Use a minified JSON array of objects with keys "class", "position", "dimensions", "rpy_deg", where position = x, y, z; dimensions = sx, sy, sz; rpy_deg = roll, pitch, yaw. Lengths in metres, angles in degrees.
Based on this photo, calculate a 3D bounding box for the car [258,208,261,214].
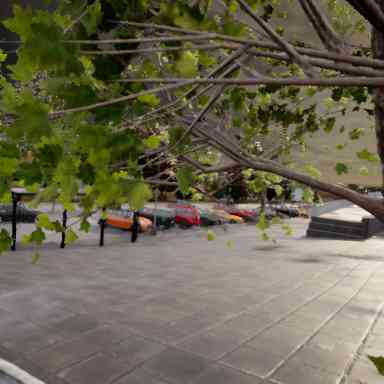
[{"class":"car","position":[6.837,3.060,44.992],"dimensions":[4.792,1.488,2.163],"rpy_deg":[7,2,15]}]

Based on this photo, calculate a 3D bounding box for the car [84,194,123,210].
[{"class":"car","position":[-11.431,1.259,43.257],"dimensions":[2.097,1.767,4.553],"rpy_deg":[7,2,36]}]

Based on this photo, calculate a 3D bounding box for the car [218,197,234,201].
[{"class":"car","position":[6.772,2.178,68.644],"dimensions":[2.150,2.045,5.566],"rpy_deg":[7,2,35]}]

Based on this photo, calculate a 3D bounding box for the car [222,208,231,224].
[{"class":"car","position":[1.574,2.809,37.670],"dimensions":[4.674,1.452,2.002],"rpy_deg":[7,2,16]}]

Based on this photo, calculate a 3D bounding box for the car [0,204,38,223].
[{"class":"car","position":[-13.653,1.607,25.437],"dimensions":[1.837,1.490,4.892],"rpy_deg":[6,1,37]}]

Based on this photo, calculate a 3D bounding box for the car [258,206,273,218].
[{"class":"car","position":[8.554,3.117,47.433],"dimensions":[4.892,1.521,2.231],"rpy_deg":[7,3,15]}]

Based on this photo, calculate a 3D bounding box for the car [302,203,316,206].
[{"class":"car","position":[22.450,3.640,66.986],"dimensions":[5.566,2.045,2.435],"rpy_deg":[7,2,15]}]

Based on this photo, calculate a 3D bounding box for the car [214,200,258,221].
[{"class":"car","position":[5.124,2.695,42.536],"dimensions":[5.566,2.045,2.435],"rpy_deg":[6,2,15]}]

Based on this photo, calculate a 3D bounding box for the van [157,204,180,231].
[{"class":"van","position":[-3.787,2.271,30.369],"dimensions":[4.442,1.987,1.878],"rpy_deg":[7,3,16]}]

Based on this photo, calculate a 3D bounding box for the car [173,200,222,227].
[{"class":"car","position":[-0.117,2.436,35.208],"dimensions":[5.566,2.045,2.435],"rpy_deg":[7,2,16]}]

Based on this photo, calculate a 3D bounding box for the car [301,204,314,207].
[{"class":"car","position":[20.536,3.762,64.594],"dimensions":[5.366,1.575,1.946],"rpy_deg":[7,2,15]}]

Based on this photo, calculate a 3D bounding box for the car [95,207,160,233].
[{"class":"car","position":[-5.500,2.290,27.931],"dimensions":[4.553,1.767,2.185],"rpy_deg":[7,2,16]}]

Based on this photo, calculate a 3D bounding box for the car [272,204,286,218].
[{"class":"car","position":[12.010,3.166,52.334],"dimensions":[4.553,1.767,2.185],"rpy_deg":[7,2,15]}]

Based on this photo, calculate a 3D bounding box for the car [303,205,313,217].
[{"class":"car","position":[19.157,3.701,62.058],"dimensions":[5.366,1.575,1.946],"rpy_deg":[7,2,15]}]

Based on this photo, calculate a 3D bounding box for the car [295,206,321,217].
[{"class":"car","position":[24.157,4.025,69.443],"dimensions":[4.792,1.488,2.163],"rpy_deg":[7,2,15]}]

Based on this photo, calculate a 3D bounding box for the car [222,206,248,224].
[{"class":"car","position":[3.507,2.873,40.059],"dimensions":[5.366,1.575,1.946],"rpy_deg":[7,2,15]}]

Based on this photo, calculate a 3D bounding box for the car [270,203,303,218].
[{"class":"car","position":[15.559,3.237,57.207],"dimensions":[5.566,2.045,2.435],"rpy_deg":[7,2,15]}]

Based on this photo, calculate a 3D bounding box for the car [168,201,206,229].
[{"class":"car","position":[-1.934,2.343,32.775],"dimensions":[5.566,2.045,2.435],"rpy_deg":[7,3,16]}]

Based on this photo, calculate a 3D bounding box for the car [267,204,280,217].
[{"class":"car","position":[10.331,3.082,49.865],"dimensions":[4.553,1.767,2.185],"rpy_deg":[7,2,15]}]
